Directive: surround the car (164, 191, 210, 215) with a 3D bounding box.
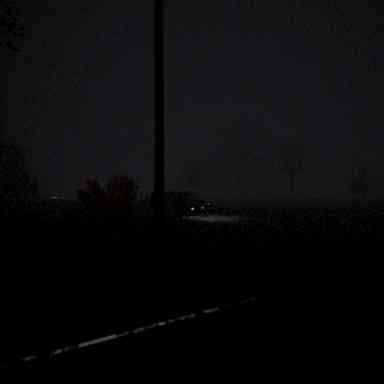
[{"bbox_3d":[-0.657,0.945,30.694,2.150,2.045,5.566,-1,1,-35],"label":"car"}]

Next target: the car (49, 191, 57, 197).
[{"bbox_3d":[-34.267,0.491,81.722,2.128,1.511,4.902,-1,1,-28],"label":"car"}]
